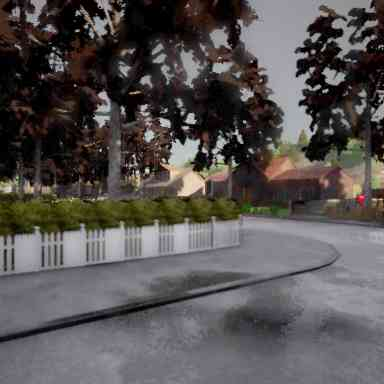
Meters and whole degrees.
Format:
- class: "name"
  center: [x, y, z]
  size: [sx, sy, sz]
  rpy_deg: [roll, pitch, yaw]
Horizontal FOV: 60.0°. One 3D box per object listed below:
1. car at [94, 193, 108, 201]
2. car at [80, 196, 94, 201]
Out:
- class: "car"
  center: [-13.635, 1.252, 54.223]
  size: [2.150, 2.045, 5.566]
  rpy_deg: [0, 0, -35]
- class: "car"
  center: [-19.824, 1.522, 62.895]
  size: [2.128, 1.511, 4.902]
  rpy_deg: [0, 0, -36]
